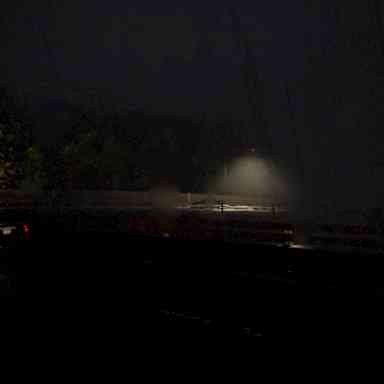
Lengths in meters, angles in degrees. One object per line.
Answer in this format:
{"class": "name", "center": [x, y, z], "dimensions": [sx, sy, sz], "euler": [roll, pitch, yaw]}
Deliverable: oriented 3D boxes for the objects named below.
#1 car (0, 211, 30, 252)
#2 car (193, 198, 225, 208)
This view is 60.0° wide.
{"class": "car", "center": [-8.613, 1.503, 13.176], "dimensions": [4.553, 1.767, 2.097], "euler": [-1, 0, 28]}
{"class": "car", "center": [2.604, 1.985, 52.617], "dimensions": [5.566, 2.045, 2.150], "euler": [3, -2, -32]}
